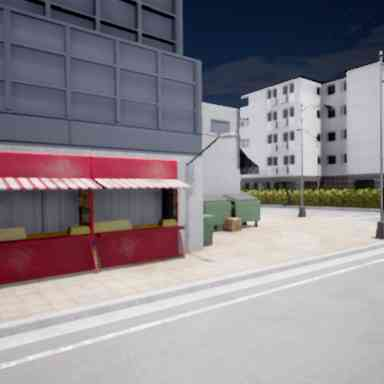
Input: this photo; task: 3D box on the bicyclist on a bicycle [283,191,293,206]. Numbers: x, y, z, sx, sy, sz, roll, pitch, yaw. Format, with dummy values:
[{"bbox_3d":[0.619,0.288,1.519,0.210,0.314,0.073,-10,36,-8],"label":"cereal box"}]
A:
[{"bbox_3d":[10.209,0.686,35.237,1.656,1.620,0.582,-1,1,-37],"label":"bicyclist on a bicycle"}]
